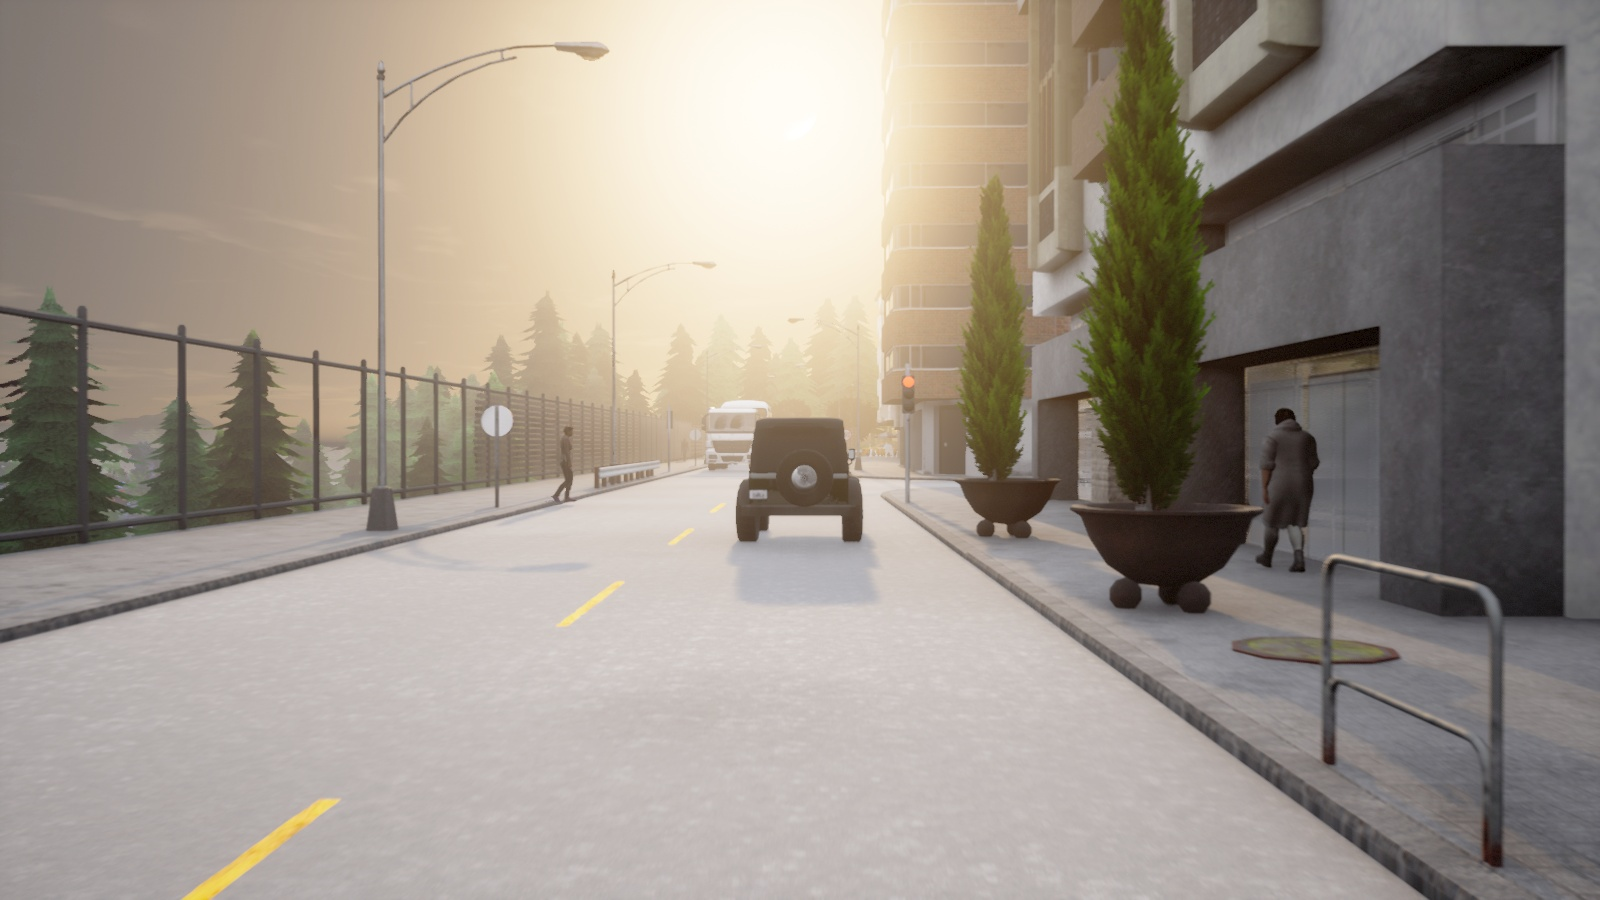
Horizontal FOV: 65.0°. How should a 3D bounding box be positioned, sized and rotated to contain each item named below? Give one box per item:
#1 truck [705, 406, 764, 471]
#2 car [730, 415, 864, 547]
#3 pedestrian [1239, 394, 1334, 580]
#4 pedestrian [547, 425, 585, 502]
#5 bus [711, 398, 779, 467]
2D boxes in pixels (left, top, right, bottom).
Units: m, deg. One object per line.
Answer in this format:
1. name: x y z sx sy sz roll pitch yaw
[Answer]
1. truck: -3.575 -0.635 70.384 2.891 3.462 7.936 0 0 0
2. car: 0.044 0.431 19.813 1.905 1.878 3.866 0 0 2
3. pedestrian: 5.270 0.384 13.641 0.659 1.952 0.873 0 0 -2
4. pedestrian: -5.512 0.308 29.622 0.869 1.805 0.328 0 0 -13
5. bus: -3.500 -1.100 82.994 3.944 4.253 10.273 0 0 0
